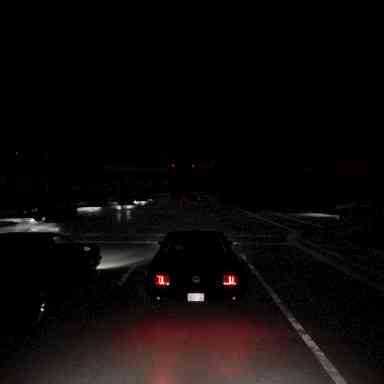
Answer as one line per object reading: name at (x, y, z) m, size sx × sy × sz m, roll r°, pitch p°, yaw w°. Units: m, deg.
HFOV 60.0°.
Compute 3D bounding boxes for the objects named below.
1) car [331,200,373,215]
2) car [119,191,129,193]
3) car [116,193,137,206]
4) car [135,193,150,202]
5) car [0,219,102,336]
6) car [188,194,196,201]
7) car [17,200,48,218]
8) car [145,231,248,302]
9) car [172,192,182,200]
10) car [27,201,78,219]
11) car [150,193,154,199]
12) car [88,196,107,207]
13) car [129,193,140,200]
car at (16.161, 1.526, 32.830) m, size 4.674 × 1.442 × 1.812 m, roll 0°, pitch 0°, yaw -2°
car at (-13.989, 0.930, 68.057) m, size 2.150 × 2.045 × 5.566 m, roll 0°, pitch 1°, yaw 0°
car at (-10.575, 1.397, 53.181) m, size 1.837 × 1.490 × 4.892 m, roll 0°, pitch 0°, yaw 0°
car at (-10.489, 1.264, 68.495) m, size 1.994 × 1.385 × 4.181 m, roll 0°, pitch 1°, yaw 0°
car at (-3.419, 1.547, 6.812) m, size 2.033 × 1.411 × 5.357 m, roll 0°, pitch 0°, yaw 0°
car at (0.036, 1.148, 72.845) m, size 2.128 × 1.511 × 4.902 m, roll 0°, pitch 1°, yaw 0°
car at (-14.097, 1.502, 30.435) m, size 1.837 × 1.490 × 4.892 m, roll 0°, pitch 0°, yaw 0°
car at (0.084, 1.601, 8.193) m, size 1.895 × 1.301 × 4.718 m, roll 0°, pitch 0°, yaw 0°
car at (-3.488, 0.925, 76.336) m, size 2.097 × 1.767 × 4.553 m, roll 0°, pitch 1°, yaw 0°
car at (-10.598, 1.600, 25.971) m, size 1.895 × 1.301 × 4.718 m, roll 0°, pitch 0°, yaw 0°
car at (-10.487, 1.000, 81.910) m, size 2.033 × 1.411 × 5.357 m, roll 0°, pitch 1°, yaw 0°
car at (-14.088, 1.414, 49.789) m, size 2.128 × 1.511 × 4.902 m, roll 0°, pitch 0°, yaw 0°
car at (-13.987, 0.958, 80.920) m, size 1.882 × 1.535 × 5.008 m, roll 0°, pitch 1°, yaw 0°
